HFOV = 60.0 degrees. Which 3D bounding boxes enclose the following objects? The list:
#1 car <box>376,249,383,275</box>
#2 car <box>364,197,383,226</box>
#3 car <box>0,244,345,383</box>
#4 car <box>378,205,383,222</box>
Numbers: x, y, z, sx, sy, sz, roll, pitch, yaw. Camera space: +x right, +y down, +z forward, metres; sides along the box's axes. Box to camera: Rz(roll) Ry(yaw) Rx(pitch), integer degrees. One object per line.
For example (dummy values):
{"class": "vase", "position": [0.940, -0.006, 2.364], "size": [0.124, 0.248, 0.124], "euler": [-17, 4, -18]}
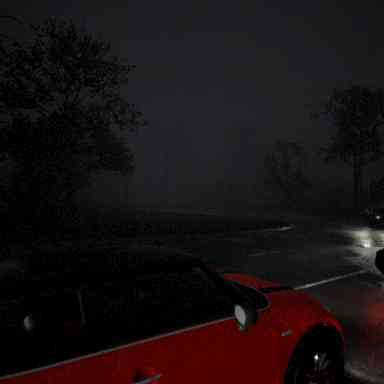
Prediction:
{"class": "car", "position": [6.751, 1.601, 8.528], "size": [4.718, 1.301, 1.895], "euler": [0, 0, -36]}
{"class": "car", "position": [13.781, 1.224, 22.173], "size": [5.566, 2.045, 2.150], "euler": [0, 0, -35]}
{"class": "car", "position": [-0.453, 1.352, 3.397], "size": [4.553, 1.767, 2.097], "euler": [0, 0, -35]}
{"class": "car", "position": [11.638, 1.491, 16.415], "size": [4.902, 1.511, 2.128], "euler": [0, 0, -35]}
